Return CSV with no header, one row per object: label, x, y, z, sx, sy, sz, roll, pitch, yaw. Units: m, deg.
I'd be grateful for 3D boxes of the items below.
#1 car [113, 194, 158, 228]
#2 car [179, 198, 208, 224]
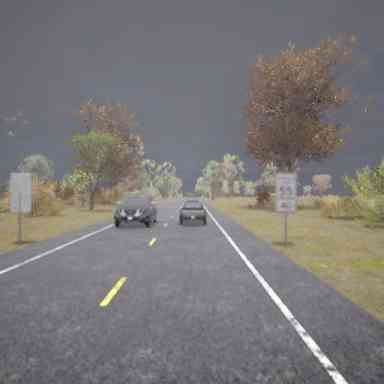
car,-3.567,1.167,22.007,2.150,2.045,5.566,0,0,0
car,0.081,1.433,23.898,2.128,1.511,4.902,0,0,0
